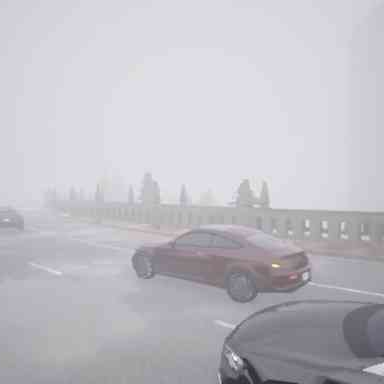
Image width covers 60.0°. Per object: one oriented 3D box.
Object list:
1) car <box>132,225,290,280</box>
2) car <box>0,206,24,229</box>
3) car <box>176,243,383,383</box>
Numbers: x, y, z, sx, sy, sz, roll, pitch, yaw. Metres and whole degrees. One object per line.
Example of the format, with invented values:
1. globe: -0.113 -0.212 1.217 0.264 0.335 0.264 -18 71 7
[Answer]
1. car: 0.532 1.542 8.231 4.674 1.442 1.812 0 0 39
2. car: -11.853 1.558 20.544 1.994 1.385 4.181 0 0 -40
3. car: 2.496 1.506 2.345 4.902 1.511 2.128 0 0 35
